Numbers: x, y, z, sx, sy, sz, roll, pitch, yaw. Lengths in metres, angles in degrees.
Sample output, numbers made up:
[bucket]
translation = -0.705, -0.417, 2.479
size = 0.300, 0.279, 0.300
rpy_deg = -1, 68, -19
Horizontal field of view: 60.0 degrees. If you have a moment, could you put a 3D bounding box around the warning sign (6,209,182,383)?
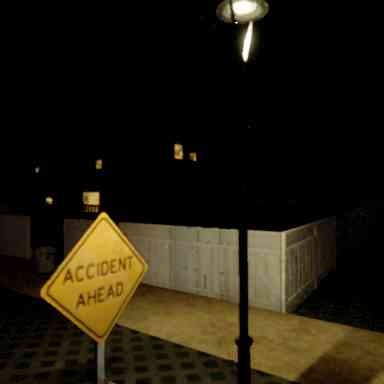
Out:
[warning sign]
translation = -0.927, 1.136, 3.339
size = 1.060, 1.860, 1.300
rpy_deg = 0, -1, 35
